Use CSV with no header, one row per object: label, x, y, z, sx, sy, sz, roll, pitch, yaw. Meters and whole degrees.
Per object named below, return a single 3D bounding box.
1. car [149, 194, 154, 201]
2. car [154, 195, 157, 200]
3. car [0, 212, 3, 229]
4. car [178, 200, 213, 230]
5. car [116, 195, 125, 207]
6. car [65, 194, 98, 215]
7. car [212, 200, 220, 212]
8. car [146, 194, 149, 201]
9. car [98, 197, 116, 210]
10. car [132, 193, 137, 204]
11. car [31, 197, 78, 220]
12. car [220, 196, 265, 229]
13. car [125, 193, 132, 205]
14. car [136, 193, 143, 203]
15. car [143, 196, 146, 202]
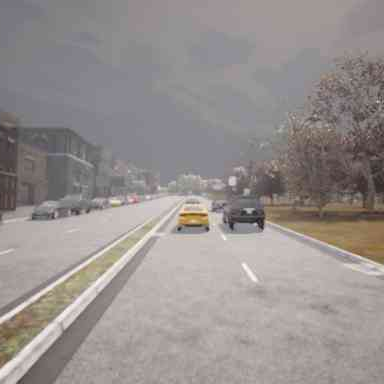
car,-12.107,1.590,88.802,1.946,1.575,5.366,0,0,0
car,-12.132,1.479,94.545,2.185,1.767,4.553,0,0,0
car,-11.763,1.481,17.131,2.163,1.488,4.792,0,0,0
car,0.090,1.516,21.451,1.882,1.535,5.008,0,0,0
car,-11.918,1.513,50.002,1.946,1.575,5.366,0,0,0
car,-11.839,1.233,33.709,2.435,2.045,5.566,0,0,0
car,3.332,1.620,40.708,2.033,1.411,5.357,0,0,0
car,-12.053,1.573,77.944,2.231,1.521,4.892,0,0,0
car,-11.940,1.504,43.129,2.231,1.521,4.892,0,0,0
car,-11.971,1.535,61.052,1.946,1.575,5.366,0,0,0
car,-11.812,1.474,28.219,2.231,1.521,4.892,0,0,0
car,3.338,1.262,22.095,2.150,2.045,5.566,0,0,0
car,-11.946,1.402,55.744,2.185,1.767,4.553,0,0,0
car,-11.999,1.298,66.734,2.435,2.045,5.566,0,0,0
car,-12.028,1.562,72.418,2.231,1.521,4.892,0,0,0
